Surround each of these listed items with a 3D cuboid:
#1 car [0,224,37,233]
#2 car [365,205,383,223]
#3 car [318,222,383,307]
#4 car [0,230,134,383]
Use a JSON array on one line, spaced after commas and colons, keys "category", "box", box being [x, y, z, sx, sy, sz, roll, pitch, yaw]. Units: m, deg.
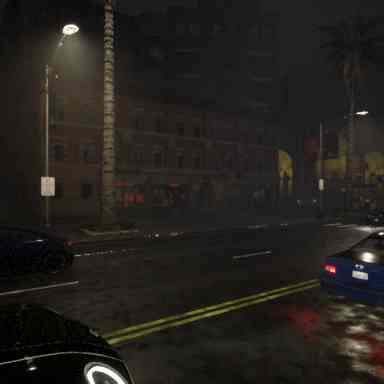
[{"category": "car", "box": [-5.338, 1.564, 8.758, 4.181, 1.385, 1.994, 0, 0, -36]}, {"category": "car", "box": [13.596, 1.526, 22.482, 4.674, 1.442, 1.812, 0, 0, -36]}, {"category": "car", "box": [5.077, 1.547, 7.460, 5.357, 1.411, 2.033, 0, 0, -35]}, {"category": "car", "box": [-2.556, 1.352, 1.868, 4.553, 1.767, 2.097, 0, 0, -36]}]
